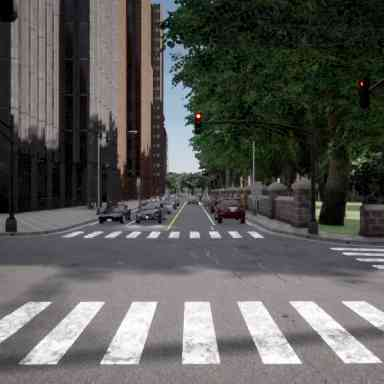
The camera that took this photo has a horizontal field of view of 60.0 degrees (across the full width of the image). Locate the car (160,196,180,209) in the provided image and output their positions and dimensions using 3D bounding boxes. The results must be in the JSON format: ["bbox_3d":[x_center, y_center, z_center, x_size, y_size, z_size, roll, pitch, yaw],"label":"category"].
[{"bbox_3d":[-3.021,1.594,43.932,1.994,1.385,4.181,0,0,0],"label":"car"}]

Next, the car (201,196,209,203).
[{"bbox_3d":[2.882,1.592,74.479,1.752,1.417,4.829,0,0,0],"label":"car"}]

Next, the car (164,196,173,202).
[{"bbox_3d":[-5.635,1.619,79.775,1.887,1.381,4.507,0,0,0],"label":"car"}]

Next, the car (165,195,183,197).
[{"bbox_3d":[-2.968,1.589,54.076,2.033,1.411,5.357,0,0,0],"label":"car"}]

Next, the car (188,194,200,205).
[{"bbox_3d":[0.192,1.594,58.660,2.033,1.411,5.357,0,0,1],"label":"car"}]

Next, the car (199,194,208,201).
[{"bbox_3d":[2.899,1.398,85.222,2.192,1.841,5.009,0,0,0],"label":"car"}]

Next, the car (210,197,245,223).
[{"bbox_3d":[2.804,1.325,25.201,2.192,1.841,5.009,0,0,0],"label":"car"}]

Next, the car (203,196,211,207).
[{"bbox_3d":[2.830,1.579,41.569,2.008,1.369,4.403,0,0,0],"label":"car"}]

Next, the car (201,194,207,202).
[{"bbox_3d":[2.847,1.480,52.483,1.967,1.590,4.097,0,0,0],"label":"car"}]

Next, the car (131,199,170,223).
[{"bbox_3d":[-3.065,1.516,25.475,1.837,1.490,4.892,0,0,1],"label":"car"}]

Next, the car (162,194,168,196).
[{"bbox_3d":[-5.661,1.634,63.404,1.802,1.307,4.206,0,0,0],"label":"car"}]

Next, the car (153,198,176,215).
[{"bbox_3d":[-3.043,1.621,34.731,1.895,1.301,4.718,0,0,0],"label":"car"}]

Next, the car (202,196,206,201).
[{"bbox_3d":[2.838,1.585,47.026,2.008,1.369,4.403,0,0,0],"label":"car"}]

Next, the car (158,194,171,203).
[{"bbox_3d":[-5.652,1.374,68.861,2.192,1.841,5.009,0,0,0],"label":"car"}]

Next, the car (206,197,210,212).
[{"bbox_3d":[2.821,1.588,36.113,1.947,1.339,4.313,0,0,0],"label":"car"}]

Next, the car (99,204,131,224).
[{"bbox_3d":[-5.721,1.576,25.205,1.947,1.339,4.313,0,0,0],"label":"car"}]

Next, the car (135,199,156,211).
[{"bbox_3d":[-5.695,1.579,41.575,2.008,1.369,4.403,0,0,0],"label":"car"}]
